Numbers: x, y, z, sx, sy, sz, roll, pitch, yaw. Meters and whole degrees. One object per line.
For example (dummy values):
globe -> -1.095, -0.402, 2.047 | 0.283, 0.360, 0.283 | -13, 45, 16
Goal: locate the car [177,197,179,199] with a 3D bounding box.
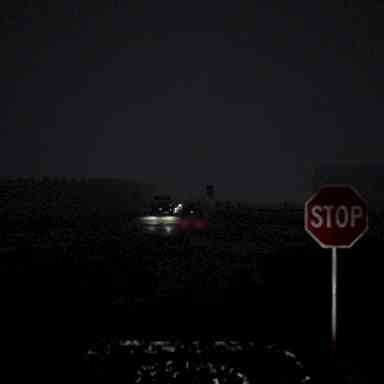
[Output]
car -> -3.036, 1.581, 49.770 | 1.994, 1.385, 4.181 | 0, 0, 0

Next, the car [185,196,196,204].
car -> -0.267, 1.595, 65.370 | 2.033, 1.411, 5.357 | 0, 0, 0

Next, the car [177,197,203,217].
car -> -0.022, 1.486, 30.625 | 2.128, 1.511, 4.902 | 0, 0, 0

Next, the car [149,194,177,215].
car -> -2.965, 1.217, 33.540 | 2.150, 2.045, 5.566 | 0, 0, -1

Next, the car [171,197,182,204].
car -> -3.042, 1.651, 66.467 | 1.895, 1.301, 4.718 | 0, 0, 0
